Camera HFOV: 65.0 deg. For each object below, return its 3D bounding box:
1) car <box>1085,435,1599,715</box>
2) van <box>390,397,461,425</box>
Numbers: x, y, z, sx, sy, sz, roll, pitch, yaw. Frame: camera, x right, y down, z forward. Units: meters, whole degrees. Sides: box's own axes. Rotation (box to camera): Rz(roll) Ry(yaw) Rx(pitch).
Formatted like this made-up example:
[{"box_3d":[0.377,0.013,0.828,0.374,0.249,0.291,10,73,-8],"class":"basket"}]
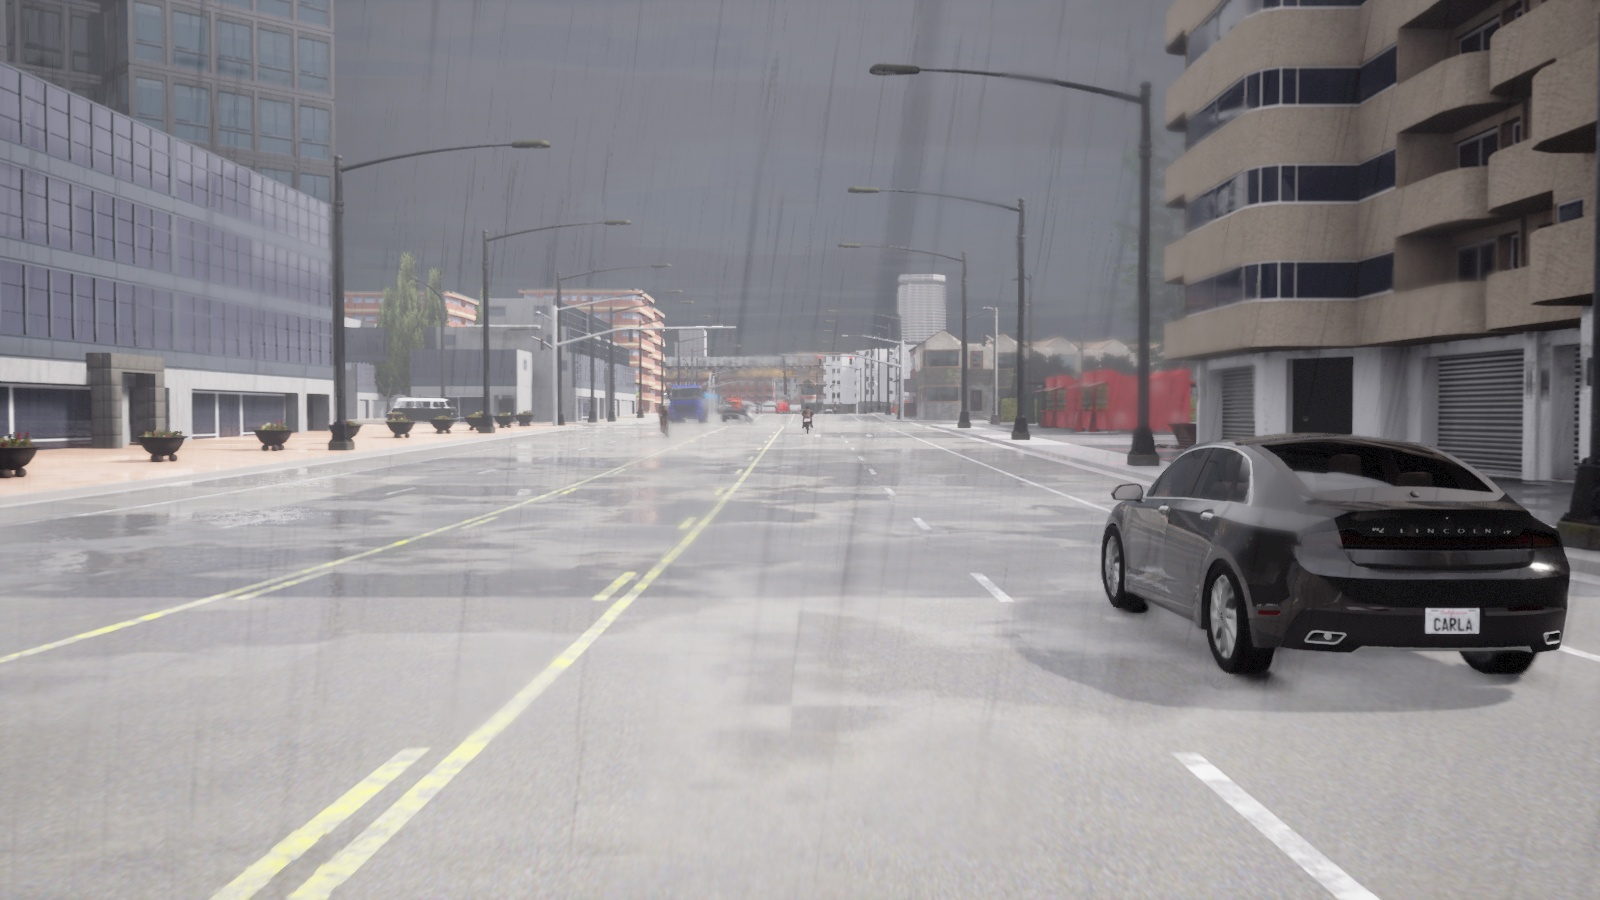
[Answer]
[{"box_3d":[3.569,0.650,9.257,1.837,1.490,4.892,0,1,0],"class":"car"},{"box_3d":[-27.310,-2.824,91.652,4.480,2.038,2.069,0,2,1],"class":"van"}]
